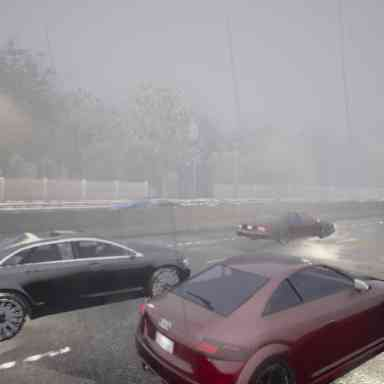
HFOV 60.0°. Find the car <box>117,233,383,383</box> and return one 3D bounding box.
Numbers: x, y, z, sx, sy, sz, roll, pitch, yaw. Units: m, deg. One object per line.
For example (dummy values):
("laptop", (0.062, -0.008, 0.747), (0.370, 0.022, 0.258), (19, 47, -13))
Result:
("car", (1.341, 1.566, 4.705), (4.181, 1.385, 1.994), (0, 0, -36))

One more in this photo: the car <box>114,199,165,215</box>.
("car", (-5.380, 1.518, 34.565), (4.892, 1.490, 1.837), (0, 0, -36))

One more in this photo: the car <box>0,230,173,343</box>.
("car", (-2.222, 1.494, 6.462), (4.902, 1.511, 2.128), (0, 0, -36))

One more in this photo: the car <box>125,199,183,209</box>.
("car", (-2.731, 1.515, 27.856), (4.892, 1.490, 1.837), (0, 0, -36))

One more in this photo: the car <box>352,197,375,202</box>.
("car", (29.030, 1.568, 54.772), (4.892, 1.490, 1.837), (0, 0, -35))

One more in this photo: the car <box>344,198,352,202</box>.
("car", (28.849, 1.669, 58.929), (4.718, 1.301, 1.895), (0, 0, -35))

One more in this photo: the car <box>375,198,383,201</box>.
("car", (31.139, 1.626, 51.982), (4.181, 1.385, 1.994), (0, 0, -35))

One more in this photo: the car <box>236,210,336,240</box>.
("car", (4.499, 1.554, 15.573), (5.357, 1.411, 2.033), (0, 0, -35))

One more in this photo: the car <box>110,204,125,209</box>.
("car", (-5.020, 1.489, 30.522), (5.008, 1.535, 1.882), (0, 0, -36))

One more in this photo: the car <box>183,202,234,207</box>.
("car", (1.901, 1.536, 26.864), (4.674, 1.442, 1.812), (0, 0, -36))
